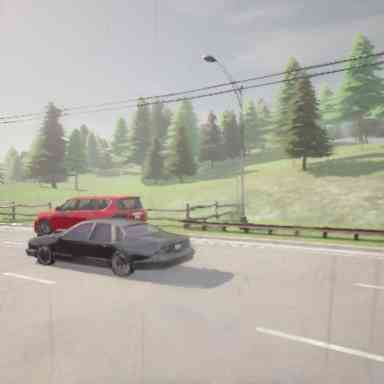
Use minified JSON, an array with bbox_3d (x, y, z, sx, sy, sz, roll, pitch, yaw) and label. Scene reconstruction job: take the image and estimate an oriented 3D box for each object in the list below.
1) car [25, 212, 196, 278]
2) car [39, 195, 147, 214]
[{"bbox_3d":[-2.559,1.505,9.933,5.357,1.411,2.033,-1,0,29],"label":"car"},{"bbox_3d":[-4.588,1.170,14.974,5.566,2.045,2.150,-1,0,28],"label":"car"}]
